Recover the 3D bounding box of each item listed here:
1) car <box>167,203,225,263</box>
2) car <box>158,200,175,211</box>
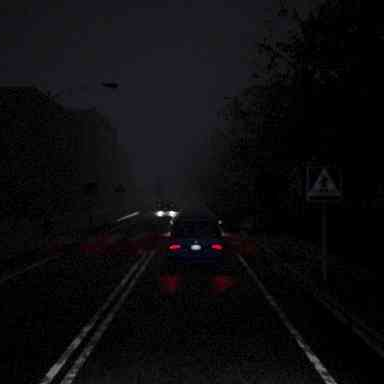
[{"bbox_3d":[0.137,1.471,12.099,2.033,1.411,5.357,0,4,1],"label":"car"},{"bbox_3d":[-3.088,1.650,41.474,1.895,1.301,4.718,0,0,1],"label":"car"}]
